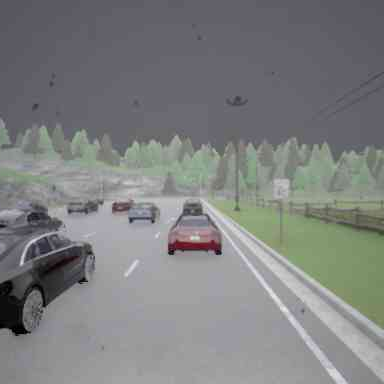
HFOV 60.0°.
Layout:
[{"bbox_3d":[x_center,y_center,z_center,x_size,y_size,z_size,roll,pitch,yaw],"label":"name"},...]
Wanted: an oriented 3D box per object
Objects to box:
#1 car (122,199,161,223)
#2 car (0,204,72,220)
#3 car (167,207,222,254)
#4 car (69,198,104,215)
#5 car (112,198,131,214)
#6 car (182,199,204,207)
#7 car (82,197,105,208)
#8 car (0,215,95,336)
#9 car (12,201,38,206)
[{"bbox_3d":[-3.448,1.469,24.703,2.033,1.411,5.357,0,0,0],"label":"car"},{"bbox_3d":[-6.901,1.461,13.739,1.837,1.490,4.892,0,0,0],"label":"car"},{"bbox_3d":[0.099,1.522,13.277,1.994,1.385,4.181,0,0,0],"label":"car"},{"bbox_3d":[-10.414,1.391,32.054,2.128,1.511,4.902,0,0,0],"label":"car"},{"bbox_3d":[-6.908,1.368,34.470,1.882,1.535,5.008,0,0,0],"label":"car"},{"bbox_3d":[0.087,1.406,31.920,1.837,1.490,4.892,0,1,0],"label":"car"},{"bbox_3d":[-13.905,1.451,47.324,1.895,1.301,4.718,0,0,0],"label":"car"},{"bbox_3d":[-3.398,1.471,6.631,2.128,1.511,4.902,0,0,0],"label":"car"},{"bbox_3d":[-13.927,1.475,28.240,1.994,1.385,4.181,0,0,0],"label":"car"}]
